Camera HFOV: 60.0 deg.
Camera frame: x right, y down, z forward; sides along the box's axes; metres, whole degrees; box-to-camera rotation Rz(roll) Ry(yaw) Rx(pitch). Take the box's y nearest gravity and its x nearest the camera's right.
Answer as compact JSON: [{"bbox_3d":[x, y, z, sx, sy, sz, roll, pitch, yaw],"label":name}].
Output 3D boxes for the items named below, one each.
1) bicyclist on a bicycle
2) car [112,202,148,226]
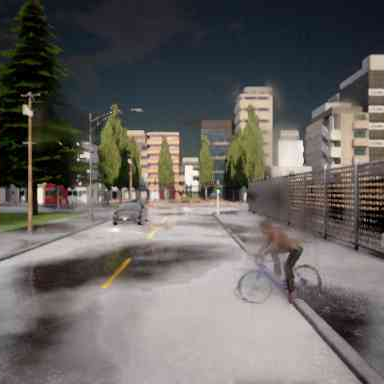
[{"bbox_3d":[1.678,1.370,6.546,1.656,1.620,0.582,-6,0,0],"label":"bicyclist on a bicycle"},{"bbox_3d":[-4.148,1.449,22.963,1.837,1.490,4.892,0,0,0],"label":"car"}]
